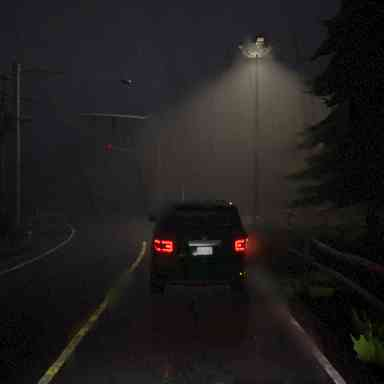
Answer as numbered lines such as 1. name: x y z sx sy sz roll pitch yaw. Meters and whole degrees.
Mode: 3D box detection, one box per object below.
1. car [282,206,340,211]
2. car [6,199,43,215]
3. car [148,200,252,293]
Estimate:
1. car: 10.701 1.628 30.144 4.718 1.301 1.895 0 0 0
2. car: -17.202 1.505 33.802 4.892 1.490 1.837 0 0 30
3. car: 0.008 1.221 9.065 2.150 2.045 5.566 0 0 -5
